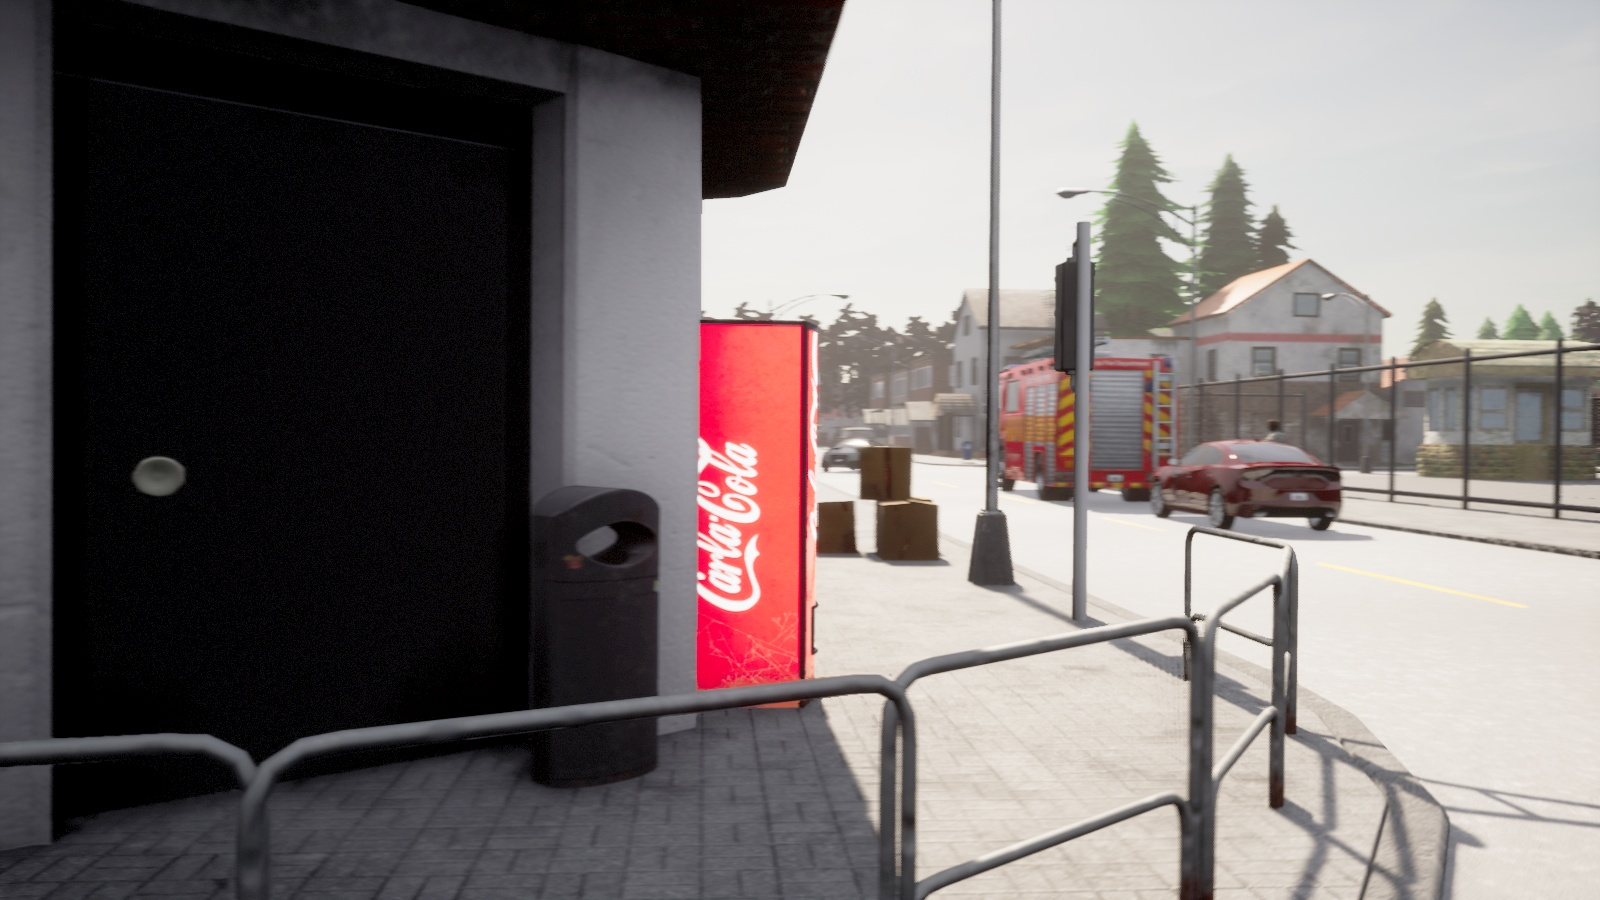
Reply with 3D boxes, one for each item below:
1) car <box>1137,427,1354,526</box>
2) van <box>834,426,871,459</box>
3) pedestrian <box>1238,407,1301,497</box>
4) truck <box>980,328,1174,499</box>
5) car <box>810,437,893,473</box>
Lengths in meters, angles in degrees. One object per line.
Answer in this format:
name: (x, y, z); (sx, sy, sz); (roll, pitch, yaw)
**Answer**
car: (7.759, 0.387, 22.456); (1.882, 1.535, 5.008); (-1, 1, -3)
van: (3.249, -0.502, 78.540); (1.775, 1.987, 4.442); (-1, 1, -5)
pedestrian: (9.888, 0.033, 26.465); (0.874, 1.855, 0.900); (-1, 1, -38)
truck: (6.880, -0.875, 32.626); (2.891, 3.827, 8.468); (-1, 1, -2)
car: (2.171, 0.167, 51.818); (1.994, 1.385, 4.181); (-1, 1, 24)
